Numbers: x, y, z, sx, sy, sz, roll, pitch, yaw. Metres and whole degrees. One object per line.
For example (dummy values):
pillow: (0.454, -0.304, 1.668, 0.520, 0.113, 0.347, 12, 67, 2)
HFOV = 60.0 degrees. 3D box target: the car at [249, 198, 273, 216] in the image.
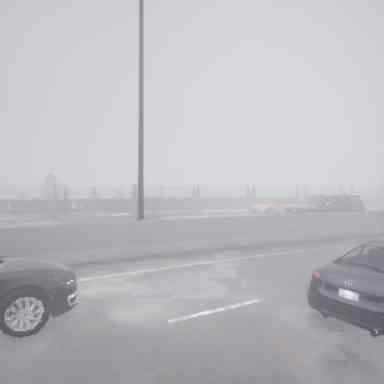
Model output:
car: (6.988, 1.247, 27.380, 4.553, 1.767, 2.097, 0, 0, -23)

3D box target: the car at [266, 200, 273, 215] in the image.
car: (7.877, 1.476, 23.960, 4.181, 1.385, 1.994, 0, 0, -24)

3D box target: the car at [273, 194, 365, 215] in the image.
car: (8.010, 1.149, 20.249, 5.566, 2.045, 2.150, 0, 0, -24)

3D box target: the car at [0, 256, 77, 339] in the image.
car: (-4.247, 1.472, 4.899, 4.892, 1.490, 1.837, 0, 0, -36)

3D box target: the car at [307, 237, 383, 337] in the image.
car: (4.115, 1.545, 6.142, 4.181, 1.385, 1.994, 0, 0, -31)
